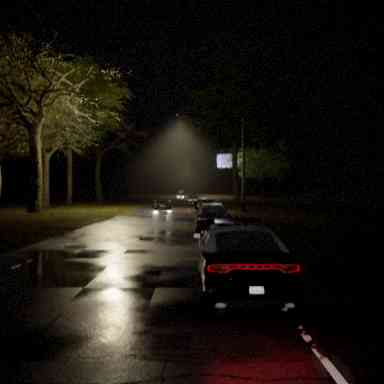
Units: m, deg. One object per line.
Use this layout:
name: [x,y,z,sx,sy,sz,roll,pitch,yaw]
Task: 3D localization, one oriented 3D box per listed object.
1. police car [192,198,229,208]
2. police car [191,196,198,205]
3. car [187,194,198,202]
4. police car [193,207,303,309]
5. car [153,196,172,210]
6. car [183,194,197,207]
police car: [1.093,1.376,18.045,1.930,1.638,5.238,0,0,0]
police car: [1.107,1.356,24.043,1.930,1.638,5.238,0,0,0]
car: [0.158,1.101,65.583,2.033,1.411,5.357,0,1,0]
police car: [1.069,1.403,8.045,1.930,1.638,5.238,0,0,0]
car: [-3.500,1.321,40.222,1.837,1.490,4.892,0,0,0]
car: [0.147,1.264,46.032,2.128,1.511,4.902,0,0,1]
